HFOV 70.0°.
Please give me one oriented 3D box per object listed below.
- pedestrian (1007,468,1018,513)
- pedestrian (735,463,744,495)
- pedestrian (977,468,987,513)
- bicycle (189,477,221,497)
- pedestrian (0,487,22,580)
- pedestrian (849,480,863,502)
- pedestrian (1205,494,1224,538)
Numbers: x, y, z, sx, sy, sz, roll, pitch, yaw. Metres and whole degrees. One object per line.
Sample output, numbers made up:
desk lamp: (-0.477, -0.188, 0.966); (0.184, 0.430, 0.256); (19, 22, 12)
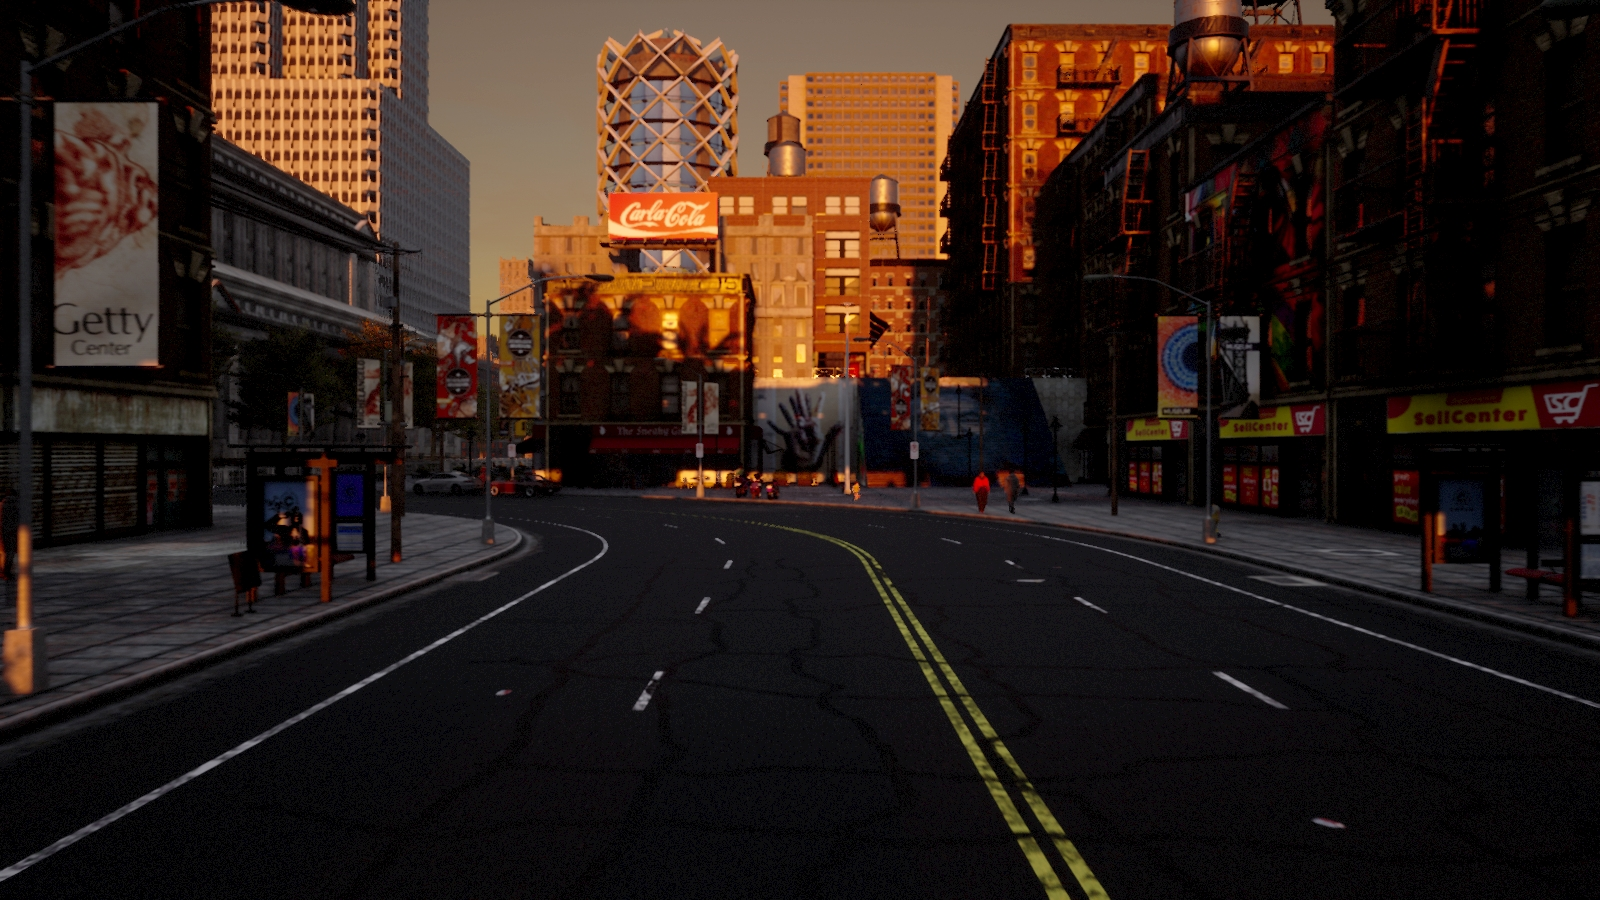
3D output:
pedestrian: (8.888, 1.699, 47.716); (0.375, 1.860, 0.375); (0, 0, -1)
pedestrian: (-3.506, 1.701, 66.709); (0.375, 1.860, 0.375); (0, 0, -45)
pedestrian: (7.558, 1.699, 47.523); (0.375, 1.860, 0.375); (0, 0, 4)
bicycle: (-35.621, 2.214, 68.374); (1.835, 1.171, 0.329); (0, 0, 9)
pedestrian: (-16.172, 1.698, 23.323); (0.375, 1.860, 0.375); (0, 0, -13)
pedestrian: (2.877, 2.080, 58.401); (0.500, 1.100, 0.500); (0, 0, -33)
pedestrian: (12.407, 1.979, 34.194); (0.375, 1.300, 0.375); (0, 0, -18)
